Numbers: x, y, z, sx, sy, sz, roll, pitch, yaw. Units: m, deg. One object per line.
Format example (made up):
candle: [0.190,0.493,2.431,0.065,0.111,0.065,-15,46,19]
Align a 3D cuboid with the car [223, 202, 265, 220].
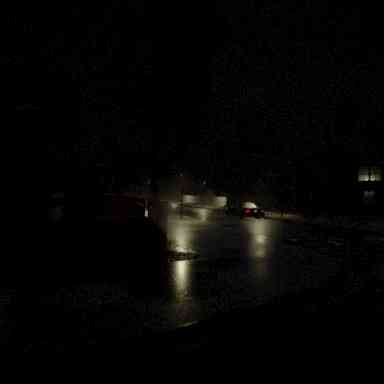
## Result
car: [4.378,1.589,28.898,2.033,1.411,5.357,1,0,-15]
